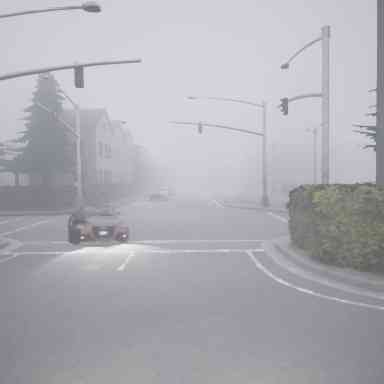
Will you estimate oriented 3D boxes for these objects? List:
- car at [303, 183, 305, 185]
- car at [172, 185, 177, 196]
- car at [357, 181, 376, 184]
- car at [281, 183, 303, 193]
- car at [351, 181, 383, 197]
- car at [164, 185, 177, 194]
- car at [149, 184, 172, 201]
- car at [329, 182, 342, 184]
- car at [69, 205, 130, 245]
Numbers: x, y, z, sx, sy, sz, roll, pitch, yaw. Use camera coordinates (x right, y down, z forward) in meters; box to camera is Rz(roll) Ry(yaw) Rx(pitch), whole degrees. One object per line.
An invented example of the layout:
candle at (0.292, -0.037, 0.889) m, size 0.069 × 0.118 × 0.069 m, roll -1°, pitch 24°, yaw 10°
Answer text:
car at (18.884, -0.872, 59.131) m, size 1.970 × 1.475 × 3.806 m, roll -1°, pitch 2°, yaw 0°
car at (-3.741, -0.305, 47.780) m, size 2.097 × 1.767 × 4.553 m, roll -1°, pitch 2°, yaw 0°
car at (19.010, -0.176, 34.213) m, size 1.905 × 1.878 × 3.866 m, roll -1°, pitch 2°, yaw 0°
car at (15.261, -0.525, 52.070) m, size 2.007 × 1.523 × 4.514 m, roll -1°, pitch 2°, yaw 0°
car at (22.254, -0.461, 42.094) m, size 1.932 × 1.855 × 4.605 m, roll -1°, pitch 2°, yaw 0°
car at (-3.729, -0.508, 58.164) m, size 1.837 × 1.490 × 4.892 m, roll -1°, pitch 2°, yaw 0°
car at (-3.721, 0.163, 37.762) m, size 1.882 × 1.535 × 5.008 m, roll -1°, pitch 2°, yaw 0°
car at (25.299, -1.034, 59.485) m, size 2.152 × 1.636 × 5.027 m, roll -1°, pitch 2°, yaw 0°
car at (-3.826, 1.233, 13.386) m, size 1.994 × 1.385 × 4.181 m, roll 1°, pitch 0°, yaw -23°
